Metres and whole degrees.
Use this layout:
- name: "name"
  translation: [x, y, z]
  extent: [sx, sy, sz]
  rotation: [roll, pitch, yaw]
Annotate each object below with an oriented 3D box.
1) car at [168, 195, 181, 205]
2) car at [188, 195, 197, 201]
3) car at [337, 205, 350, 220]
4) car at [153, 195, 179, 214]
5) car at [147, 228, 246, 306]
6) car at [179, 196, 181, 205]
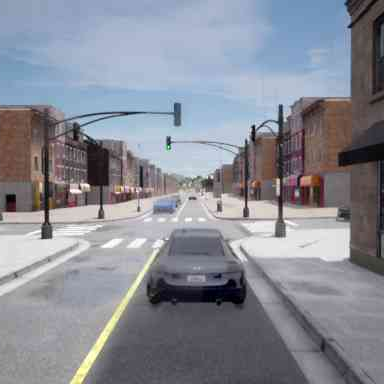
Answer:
- name: "car"
  translation: [-2.742, 1.279, 54.492]
  extent: [1.837, 1.490, 4.892]
  rotation: [0, 0, 1]
- name: "car"
  translation: [0.145, 1.229, 74.165]
  extent: [1.895, 1.301, 4.718]
  rotation: [0, 0, 0]
- name: "car"
  translation: [12.199, 1.082, 21.884]
  extent: [5.008, 1.535, 1.882]
  rotation: [-2, 1, 0]
- name: "car"
  translation: [-2.783, 1.372, 34.056]
  extent: [1.882, 1.535, 5.008]
  rotation: [0, 0, 2]
- name: "car"
  translation: [0.104, 1.559, 8.113]
  extent: [1.994, 1.385, 4.181]
  rotation: [0, 0, 1]
- name: "car"
  translation: [-2.770, 1.330, 44.105]
  extent: [2.128, 1.511, 4.902]
  rotation: [0, 0, 0]
